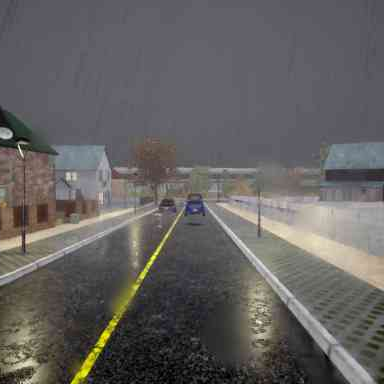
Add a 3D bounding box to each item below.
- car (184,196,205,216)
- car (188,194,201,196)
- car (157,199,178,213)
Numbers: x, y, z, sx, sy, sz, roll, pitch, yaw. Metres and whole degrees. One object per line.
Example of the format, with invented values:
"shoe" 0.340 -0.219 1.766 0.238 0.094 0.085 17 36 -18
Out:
"car" 0.286 1.469 32.702 1.882 1.535 5.008 0 0 0
"car" 0.348 1.220 43.666 2.150 2.045 5.566 0 0 0
"car" -2.588 1.499 36.182 1.837 1.490 4.892 0 0 1
